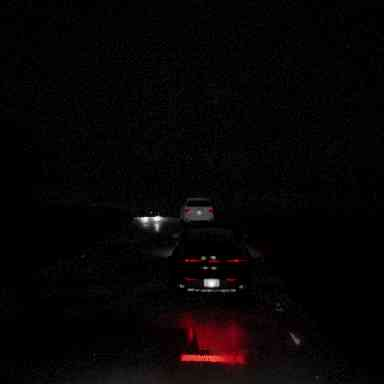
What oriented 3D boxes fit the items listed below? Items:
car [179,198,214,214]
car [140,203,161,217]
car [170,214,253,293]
[{"bbox_3d":[0.266,1.440,24.528,2.150,2.045,5.566,0,0,-4],"label":"car"},{"bbox_3d":[-4.438,1.887,35.292,1.994,1.385,4.181,0,-1,-11],"label":"car"},{"bbox_3d":[0.487,1.574,9.050,1.837,1.490,4.892,0,0,2],"label":"car"}]
